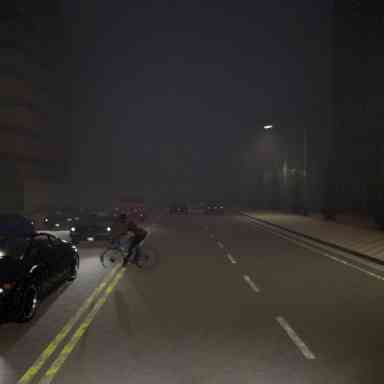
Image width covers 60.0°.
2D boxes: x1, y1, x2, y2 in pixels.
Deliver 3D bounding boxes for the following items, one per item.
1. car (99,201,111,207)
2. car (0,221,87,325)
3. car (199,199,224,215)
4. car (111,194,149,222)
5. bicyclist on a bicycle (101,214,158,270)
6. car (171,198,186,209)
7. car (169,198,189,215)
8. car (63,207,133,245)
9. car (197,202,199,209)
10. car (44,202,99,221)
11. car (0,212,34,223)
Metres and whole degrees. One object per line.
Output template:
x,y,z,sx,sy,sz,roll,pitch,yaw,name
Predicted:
-8.376,1.564,32.022,1.994,1.385,4.181,0,0,-2,car
-3.847,1.564,6.977,1.994,1.385,4.181,0,0,-2,car
2.147,1.547,34.208,2.033,1.411,5.357,0,0,-2,car
-4.659,1.221,26.411,2.150,2.045,5.566,0,0,-3,car
-1.810,1.455,9.589,1.656,1.620,0.582,-2,0,-2,bicyclist on a bicycle
-1.902,1.547,46.490,2.033,1.411,5.357,0,0,-2,car
-1.368,1.491,34.598,2.128,1.511,4.902,0,0,-2,car
-4.218,1.601,15.729,1.895,1.301,4.718,0,0,-2,car
1.688,1.601,43.842,1.895,1.301,4.718,0,0,-2,car
-7.991,1.547,22.112,2.033,1.411,5.357,0,0,-3,car
-7.572,1.478,12.207,1.882,1.535,5.008,0,0,-3,car
